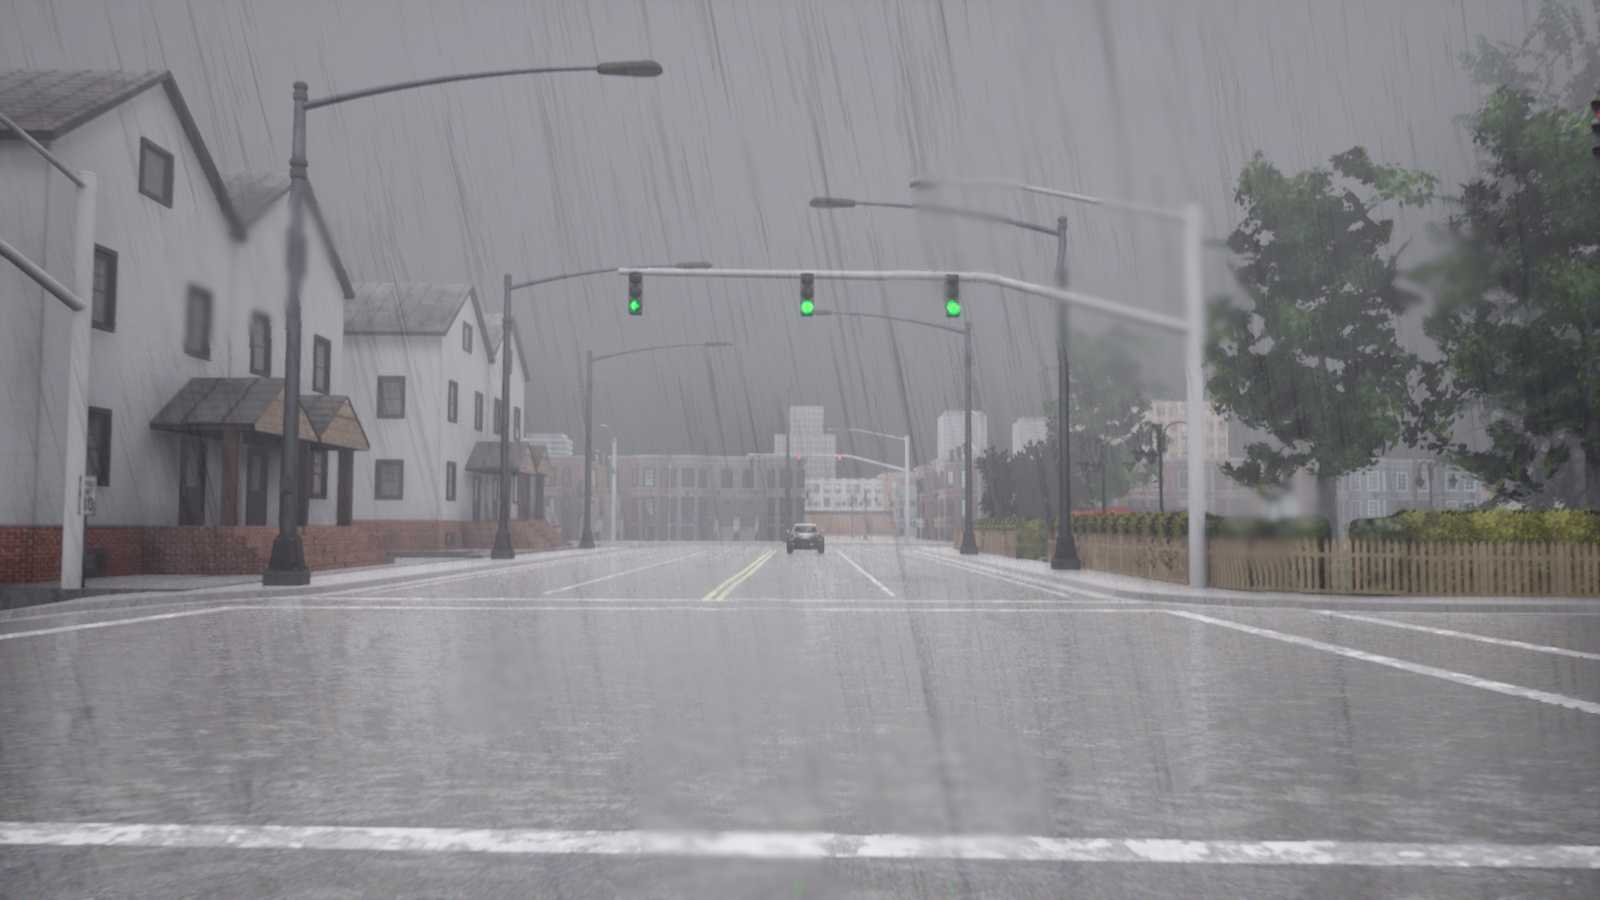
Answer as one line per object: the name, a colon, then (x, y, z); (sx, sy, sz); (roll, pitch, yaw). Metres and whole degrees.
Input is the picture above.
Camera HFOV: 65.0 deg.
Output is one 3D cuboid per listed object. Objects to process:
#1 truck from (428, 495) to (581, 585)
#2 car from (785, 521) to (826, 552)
truck: (-18.724, 5.667, 79.932); (8.468, 3.827, 2.891); (-13, -2, -1)
car: (0.279, 4.332, 63.275); (1.970, 1.475, 3.806); (0, -3, 1)
